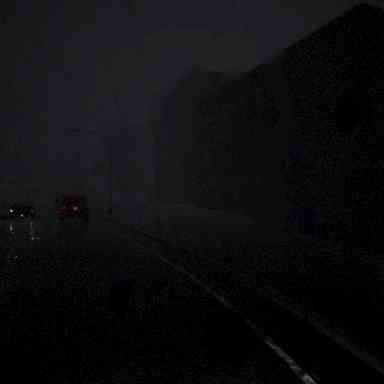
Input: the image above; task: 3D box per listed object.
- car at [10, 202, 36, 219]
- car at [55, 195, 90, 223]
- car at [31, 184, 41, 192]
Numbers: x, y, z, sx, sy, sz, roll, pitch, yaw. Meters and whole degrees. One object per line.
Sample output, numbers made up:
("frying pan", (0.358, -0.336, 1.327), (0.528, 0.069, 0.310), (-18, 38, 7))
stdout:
("car", (-14.616, 1.548, 28.894), (1.895, 1.301, 4.718), (0, 1, -24))
("car", (-9.475, 1.217, 26.418), (2.150, 2.045, 5.566), (0, 1, -24))
("car", (-31.310, -0.883, 66.782), (1.882, 1.535, 5.008), (0, 4, -24))
